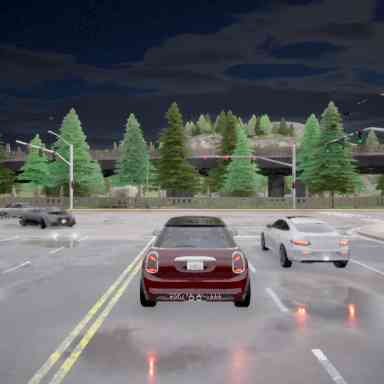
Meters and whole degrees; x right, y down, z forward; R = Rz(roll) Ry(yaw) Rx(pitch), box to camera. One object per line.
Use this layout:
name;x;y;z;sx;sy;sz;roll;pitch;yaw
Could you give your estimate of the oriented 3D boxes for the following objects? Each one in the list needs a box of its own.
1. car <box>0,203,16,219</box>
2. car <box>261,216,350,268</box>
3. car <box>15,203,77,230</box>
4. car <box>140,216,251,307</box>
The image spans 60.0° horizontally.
car;-13.826;1.546;27.812;4.718;1.301;1.895;0;0;1
car;3.595;1.526;11.183;1.812;1.442;4.674;0;0;0
car;-9.077;1.555;20.971;4.181;1.385;1.994;0;0;40
car;0.078;1.352;8.136;2.097;1.767;4.553;0;0;1
